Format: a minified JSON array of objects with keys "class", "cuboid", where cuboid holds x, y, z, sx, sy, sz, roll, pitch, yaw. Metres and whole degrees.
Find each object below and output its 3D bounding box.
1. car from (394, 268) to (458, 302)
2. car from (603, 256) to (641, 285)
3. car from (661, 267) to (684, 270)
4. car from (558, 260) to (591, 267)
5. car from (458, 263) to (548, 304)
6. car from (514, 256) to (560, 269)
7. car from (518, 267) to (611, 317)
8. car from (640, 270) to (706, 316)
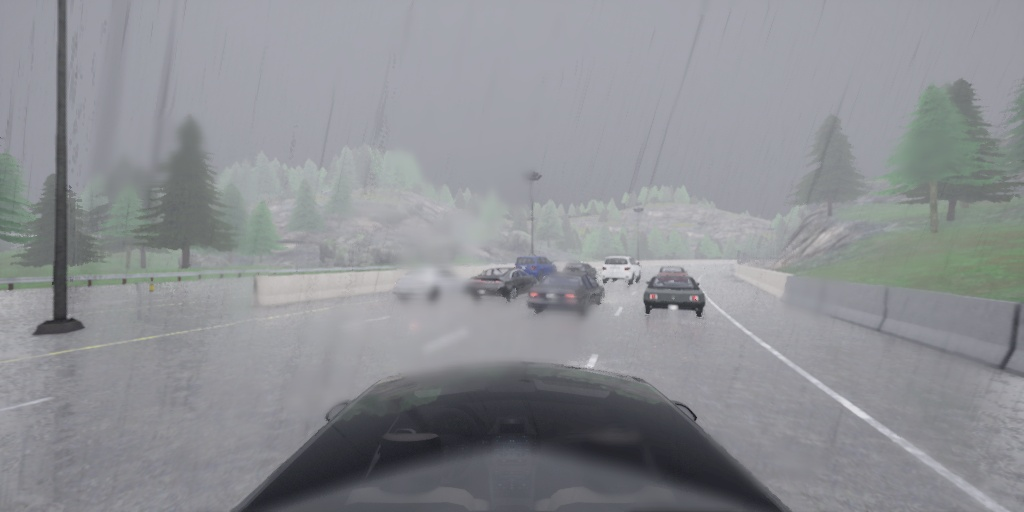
[{"class":"car","cuboid":[-3.705,1.316,17.446,1.812,1.442,4.674,0,-1,23]},{"class":"car","cuboid":[8.362,1.046,27.287,2.150,2.045,5.566,0,0,27]},{"class":"car","cuboid":[11.770,1.423,26.257,1.895,1.301,4.718,0,0,27]},{"class":"car","cuboid":[5.731,1.334,29.808,1.837,1.490,4.892,0,0,27]},{"class":"car","cuboid":[-0.207,1.282,16.731,2.128,1.511,4.902,0,0,23]},{"class":"car","cuboid":[2.078,1.050,30.370,2.150,2.045,5.566,0,0,27]},{"class":"car","cuboid":[2.231,1.330,13.527,2.033,1.411,5.357,0,0,23]},{"class":"car","cuboid":[6.099,1.386,13.686,1.895,1.301,4.718,0,0,23]}]
